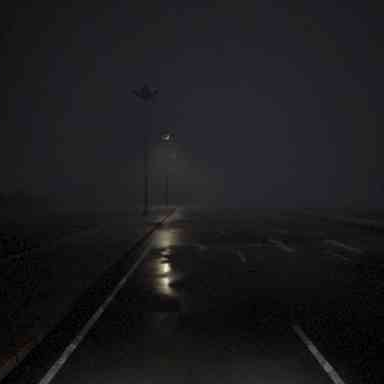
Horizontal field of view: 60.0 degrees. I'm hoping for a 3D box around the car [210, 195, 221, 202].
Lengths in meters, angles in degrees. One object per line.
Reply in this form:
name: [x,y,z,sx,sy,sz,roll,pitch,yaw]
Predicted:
car: [6.559,1.856,88.568,2.128,1.511,4.902,0,0,0]
